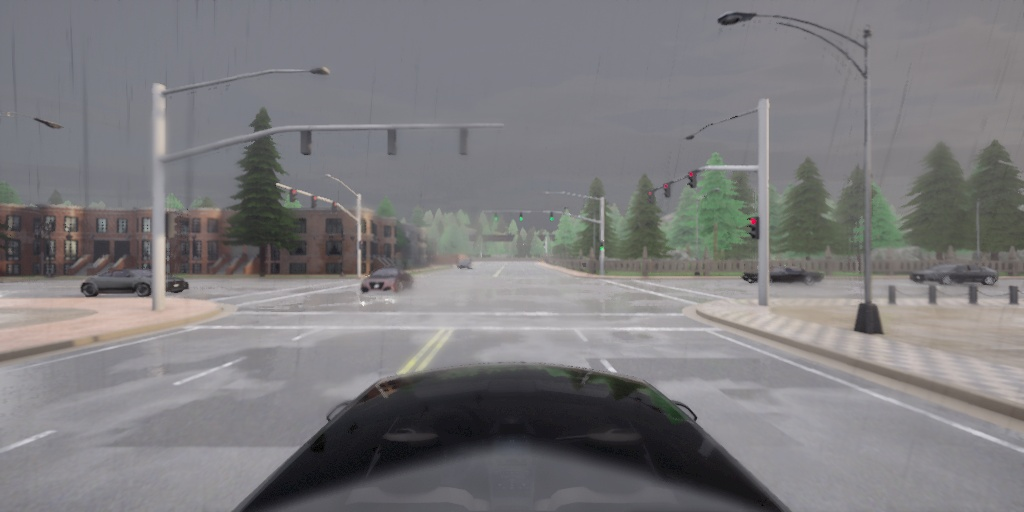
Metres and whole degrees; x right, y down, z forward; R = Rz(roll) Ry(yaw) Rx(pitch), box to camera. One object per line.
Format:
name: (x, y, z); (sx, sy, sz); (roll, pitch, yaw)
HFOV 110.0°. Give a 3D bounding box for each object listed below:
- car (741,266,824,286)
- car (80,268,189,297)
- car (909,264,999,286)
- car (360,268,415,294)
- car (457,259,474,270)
car: (19.059, 1.396, 25.448); (4.718, 1.301, 1.895); (0, 0, 0)
car: (-19.455, 1.348, 18.620); (4.181, 1.385, 1.994); (0, 0, -1)
car: (31.274, 1.299, 25.438); (4.892, 1.490, 1.837); (0, 0, 0)
car: (-7.004, 1.369, 20.535); (1.994, 1.385, 4.181); (0, 0, 0)
car: (-7.010, 1.264, 53.769); (1.837, 1.490, 4.892); (0, 0, 0)
